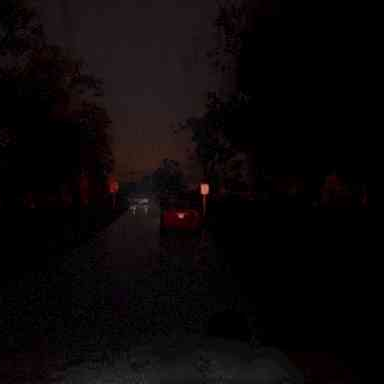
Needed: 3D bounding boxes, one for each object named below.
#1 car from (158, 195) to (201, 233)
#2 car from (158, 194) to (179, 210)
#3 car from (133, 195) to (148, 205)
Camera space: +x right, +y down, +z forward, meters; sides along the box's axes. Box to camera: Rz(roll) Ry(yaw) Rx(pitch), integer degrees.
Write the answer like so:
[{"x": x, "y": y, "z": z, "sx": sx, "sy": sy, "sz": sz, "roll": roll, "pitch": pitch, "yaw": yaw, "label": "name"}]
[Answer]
[{"x": -0.701, "y": 1.199, "z": 18.677, "sx": 2.097, "sy": 1.767, "sz": 4.553, "roll": 0, "pitch": 1, "yaw": -4, "label": "car"}, {"x": -2.676, "y": 1.011, "z": 36.624, "sx": 1.882, "sy": 1.535, "sz": 5.008, "roll": 1, "pitch": 1, "yaw": -8, "label": "car"}, {"x": -6.712, "y": 0.998, "z": 43.266, "sx": 1.895, "sy": 1.301, "sz": 4.718, "roll": 1, "pitch": 1, "yaw": -10, "label": "car"}]
